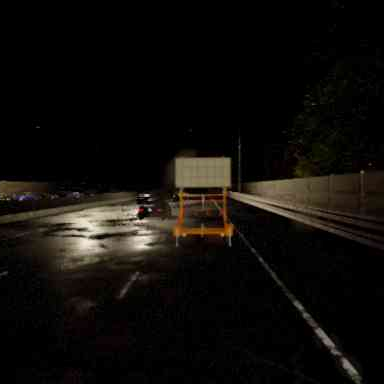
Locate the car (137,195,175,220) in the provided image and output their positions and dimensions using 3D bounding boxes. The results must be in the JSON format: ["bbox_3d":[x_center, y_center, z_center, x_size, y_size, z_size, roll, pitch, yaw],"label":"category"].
[{"bbox_3d":[-2.631,1.206,24.003,2.033,1.411,5.357,0,1,2],"label":"car"}]

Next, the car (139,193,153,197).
[{"bbox_3d":[-5.612,0.918,41.454,2.128,1.511,4.902,0,1,2],"label":"car"}]

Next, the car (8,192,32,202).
[{"bbox_3d":[-23.154,0.834,45.667,2.097,1.767,4.553,0,1,2],"label":"car"}]

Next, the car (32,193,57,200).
[{"bbox_3d":[-19.643,0.959,45.959,1.837,1.490,4.892,0,1,2],"label":"car"}]

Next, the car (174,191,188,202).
[{"bbox_3d":[-1.754,0.591,53.348,2.097,1.767,4.553,0,1,2],"label":"car"}]

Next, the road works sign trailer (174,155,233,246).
[{"bbox_3d":[0.466,0.250,13.988,2.380,3.560,2.880,0,1,2],"label":"road works sign trailer"}]

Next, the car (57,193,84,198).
[{"bbox_3d":[-16.151,0.913,45.772,1.882,1.535,5.008,0,1,2],"label":"car"}]
